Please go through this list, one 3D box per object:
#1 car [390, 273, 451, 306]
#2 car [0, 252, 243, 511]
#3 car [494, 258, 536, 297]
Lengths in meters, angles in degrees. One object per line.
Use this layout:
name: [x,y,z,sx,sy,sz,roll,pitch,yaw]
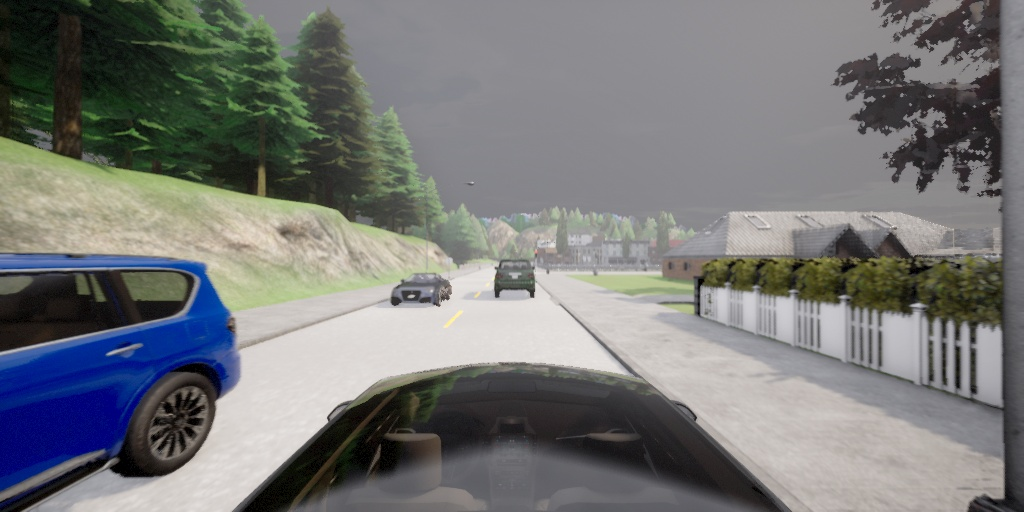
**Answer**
car: [-4.058,1.463,16.454,1.994,1.385,4.181,0,-1,0]
car: [-4.108,0.975,1.827,2.150,2.045,5.566,0,-1,-3]
car: [0.145,1.163,20.466,2.150,2.045,5.566,0,0,0]
